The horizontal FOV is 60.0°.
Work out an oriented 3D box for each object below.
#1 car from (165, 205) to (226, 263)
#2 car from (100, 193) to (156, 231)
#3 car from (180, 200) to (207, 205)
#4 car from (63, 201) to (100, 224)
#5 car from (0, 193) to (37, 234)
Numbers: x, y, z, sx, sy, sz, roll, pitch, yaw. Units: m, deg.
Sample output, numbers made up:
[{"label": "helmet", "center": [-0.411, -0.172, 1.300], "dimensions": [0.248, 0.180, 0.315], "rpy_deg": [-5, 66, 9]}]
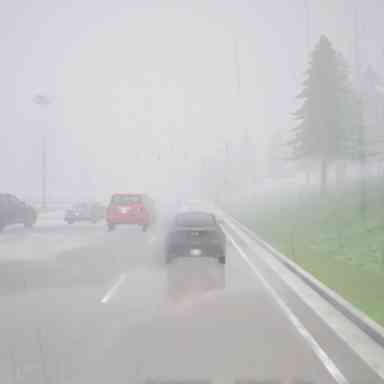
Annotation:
[{"label": "car", "center": [0.104, 1.395, 11.543], "dimensions": [1.837, 1.490, 4.892], "rpy_deg": [0, 0, 0]}, {"label": "car", "center": [-3.393, 1.039, 19.339], "dimensions": [2.150, 2.045, 5.566], "rpy_deg": [0, 0, 0]}, {"label": "car", "center": [0.108, 1.292, 24.945], "dimensions": [1.812, 1.442, 4.674], "rpy_deg": [0, 0, 0]}, {"label": "car", "center": [-6.892, 1.337, 22.434], "dimensions": [2.033, 1.411, 5.357], "rpy_deg": [0, 1, 0]}, {"label": "car", "center": [-10.395, 1.056, 17.586], "dimensions": [2.150, 2.045, 5.566], "rpy_deg": [0, 0, 0]}]
